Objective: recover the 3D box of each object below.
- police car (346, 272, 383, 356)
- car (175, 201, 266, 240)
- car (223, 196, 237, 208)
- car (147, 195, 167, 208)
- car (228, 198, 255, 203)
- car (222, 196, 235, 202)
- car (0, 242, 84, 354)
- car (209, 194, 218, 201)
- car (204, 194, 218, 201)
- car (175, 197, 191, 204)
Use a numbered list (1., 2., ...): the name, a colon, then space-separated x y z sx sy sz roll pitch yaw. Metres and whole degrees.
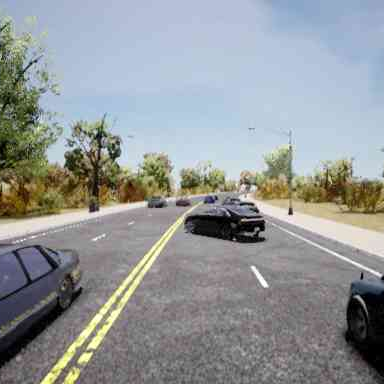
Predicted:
1. police car: 3.288 1.496 3.229 2.038 1.542 4.974 0 0 1
2. car: 1.515 1.446 16.929 2.128 1.511 4.902 0 0 -35
3. car: 5.315 1.331 46.880 1.837 1.490 4.892 0 0 4
4. car: -4.685 1.203 44.765 2.097 1.767 4.553 0 0 4
5. car: 3.964 1.429 25.071 1.837 1.490 4.892 0 0 3
6. car: 4.555 1.384 35.980 1.837 1.490 4.892 0 0 4
7. car: -3.270 1.535 4.922 2.033 1.411 5.357 0 0 1
8. car: 5.002 1.215 76.787 1.994 1.385 4.181 0 0 7
9. car: 3.201 1.286 59.950 1.812 1.442 4.674 0 0 6
10. car: -1.204 1.396 47.703 1.994 1.385 4.181 0 0 5
